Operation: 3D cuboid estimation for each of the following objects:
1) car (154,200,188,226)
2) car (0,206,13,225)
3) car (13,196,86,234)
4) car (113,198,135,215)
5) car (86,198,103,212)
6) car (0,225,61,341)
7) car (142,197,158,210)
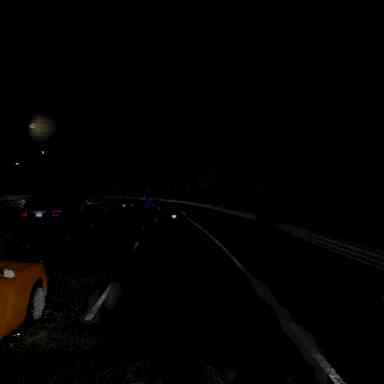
[{"bbox_3d":[-1.442,1.532,23.220,1.994,1.385,4.181,0,0,-8],"label":"car"},{"bbox_3d":[-11.782,1.575,21.041,2.033,1.411,5.357,0,0,-8],"label":"car"},{"bbox_3d":[-7.966,1.233,19.266,2.150,2.045,5.566,0,0,-7],"label":"car"},{"bbox_3d":[-6.753,1.331,33.206,2.097,1.767,4.553,0,0,-11],"label":"car"},{"bbox_3d":[-11.721,1.488,39.551,2.128,1.511,4.902,0,0,-14],"label":"car"},{"bbox_3d":[-3.512,1.489,4.052,1.882,1.535,5.008,0,0,-1],"label":"car"},{"bbox_3d":[-5.272,1.433,42.867,1.882,1.535,5.008,0,0,-15],"label":"car"}]
